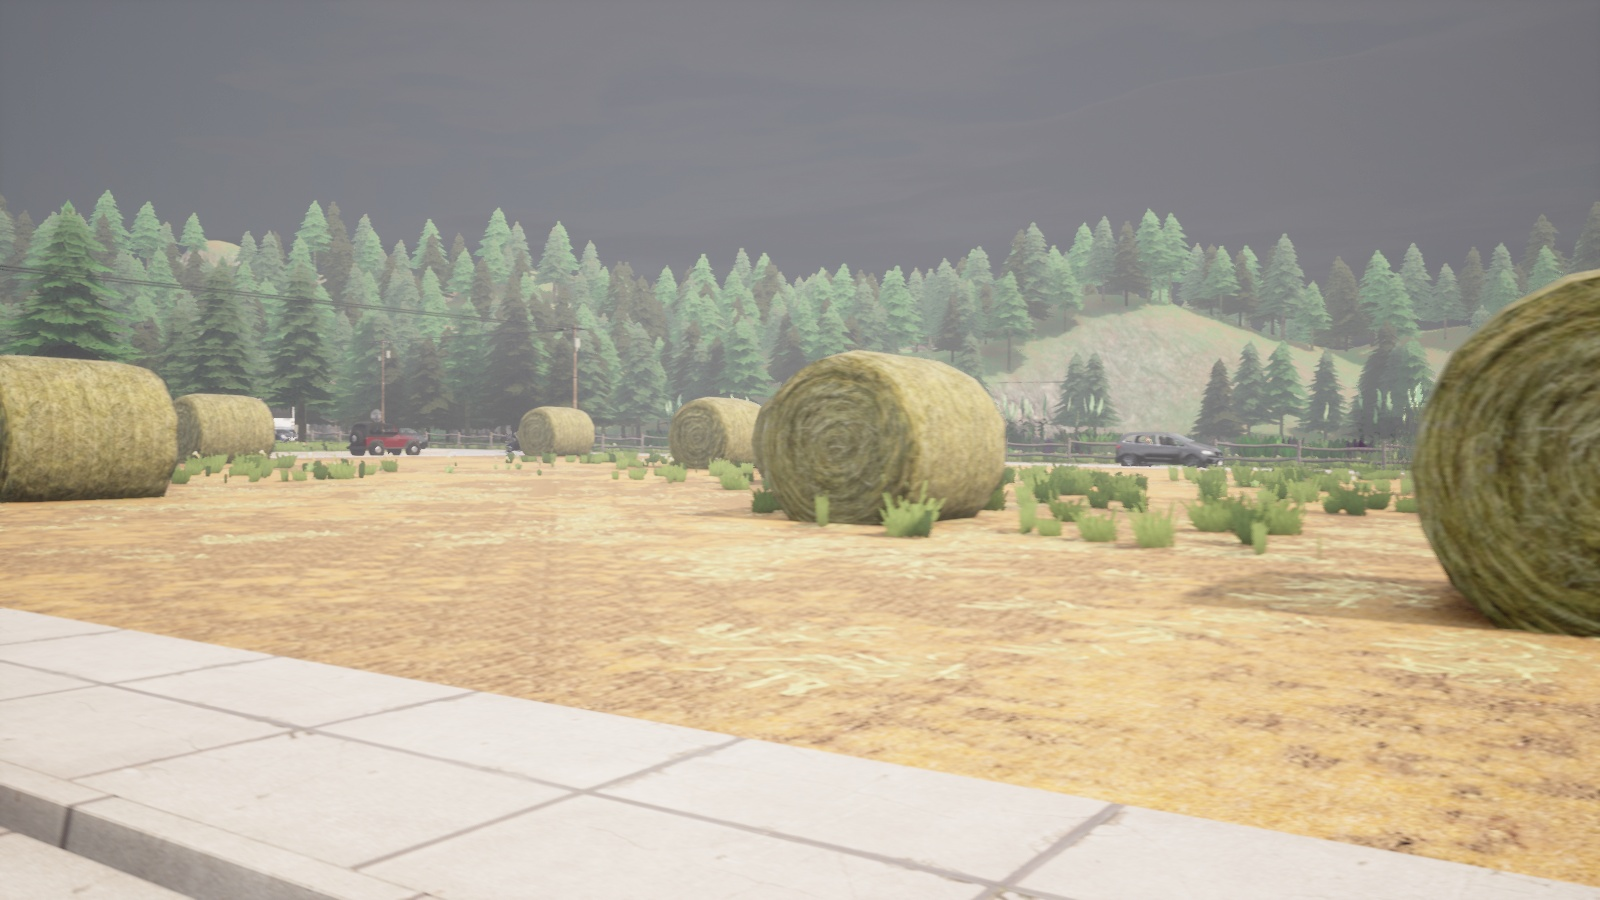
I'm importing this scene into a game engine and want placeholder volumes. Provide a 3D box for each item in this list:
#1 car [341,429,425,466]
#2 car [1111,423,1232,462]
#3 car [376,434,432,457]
[{"bbox_3d":[-22.145,-0.157,66.822,1.905,1.878,3.866,0,1,35],"label":"car"},{"bbox_3d":[16.347,-0.336,55.326,4.611,1.667,2.242,0,1,37],"label":"car"},{"bbox_3d":[-28.230,-0.343,89.432,3.988,1.617,1.851,0,1,37],"label":"car"}]
